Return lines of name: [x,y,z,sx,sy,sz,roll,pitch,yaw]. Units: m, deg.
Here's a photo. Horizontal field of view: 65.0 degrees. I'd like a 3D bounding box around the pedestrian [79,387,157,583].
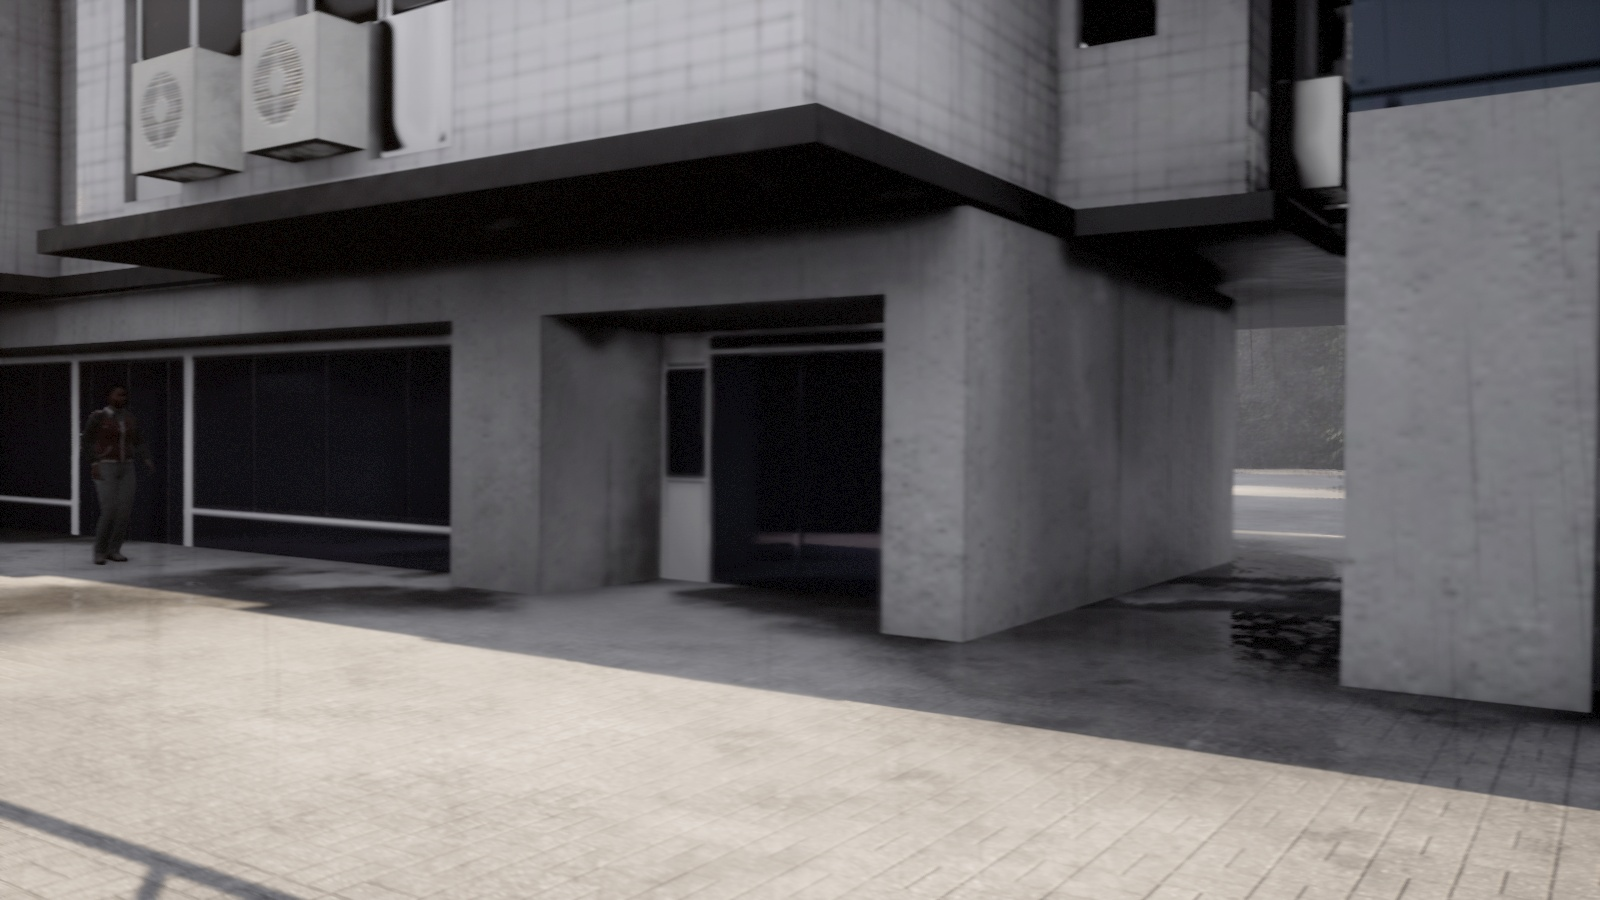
pedestrian: [-6.894,0.346,12.698,0.666,1.930,0.402,0,1,33]
